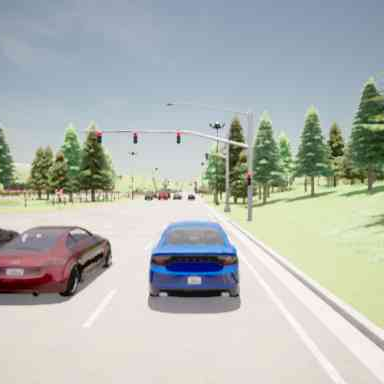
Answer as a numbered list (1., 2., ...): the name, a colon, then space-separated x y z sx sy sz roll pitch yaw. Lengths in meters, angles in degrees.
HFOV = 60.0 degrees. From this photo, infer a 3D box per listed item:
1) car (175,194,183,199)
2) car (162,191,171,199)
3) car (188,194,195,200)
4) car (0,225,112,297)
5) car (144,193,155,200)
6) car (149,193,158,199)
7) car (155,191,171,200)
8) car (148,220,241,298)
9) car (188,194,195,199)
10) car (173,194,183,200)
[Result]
1. car: -3.658 1.179 92.866 1.994 1.385 4.181 0 0 0
2. car: -7.158 0.851 92.889 2.150 2.045 5.566 0 0 0
3. car: -0.140 1.286 82.452 1.882 1.535 5.008 0 0 0
4. car: -3.451 1.545 8.578 1.994 1.385 4.181 0 0 1
5. car: -10.640 1.308 82.434 1.837 1.490 4.892 0 0 0
6. car: -10.658 1.126 92.854 1.837 1.490 4.892 0 0 0
7. car: -7.140 1.033 82.470 2.150 2.045 5.566 0 0 0
8. car: 0.055 1.458 8.549 1.882 1.535 5.008 0 0 0
9. car: -0.158 1.179 92.872 1.994 1.385 4.181 0 0 0
10. car: -3.641 1.162 82.799 2.097 1.767 4.553 0 0 0
